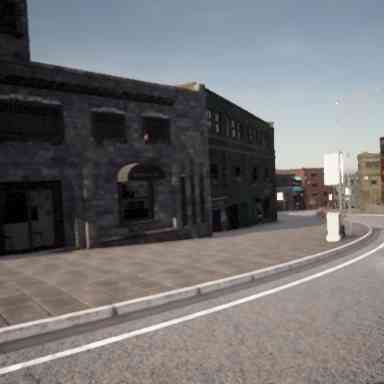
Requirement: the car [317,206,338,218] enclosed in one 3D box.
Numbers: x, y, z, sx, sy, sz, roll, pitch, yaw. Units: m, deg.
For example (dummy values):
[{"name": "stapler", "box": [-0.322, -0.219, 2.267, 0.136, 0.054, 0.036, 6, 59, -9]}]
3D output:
[{"name": "car", "box": [21.882, 3.162, 53.848, 2.097, 1.767, 4.553, -3, -3, 1]}]
